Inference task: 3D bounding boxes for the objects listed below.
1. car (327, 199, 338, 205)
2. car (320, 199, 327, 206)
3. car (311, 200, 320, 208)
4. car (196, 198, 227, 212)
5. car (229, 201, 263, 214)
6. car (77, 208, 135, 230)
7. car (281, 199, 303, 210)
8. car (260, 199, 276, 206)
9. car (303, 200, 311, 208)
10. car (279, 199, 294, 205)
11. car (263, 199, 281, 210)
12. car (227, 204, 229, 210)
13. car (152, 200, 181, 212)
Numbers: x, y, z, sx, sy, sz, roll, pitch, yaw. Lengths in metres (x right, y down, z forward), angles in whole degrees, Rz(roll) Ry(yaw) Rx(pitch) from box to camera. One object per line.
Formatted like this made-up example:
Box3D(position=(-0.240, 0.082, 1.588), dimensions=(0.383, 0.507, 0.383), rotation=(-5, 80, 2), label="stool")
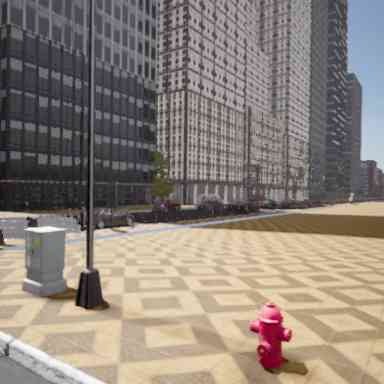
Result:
Box3D(position=(33.052, 2.437, 80.255), dimensions=(1.812, 1.442, 4.674), rotation=(1, 0, 35), label="car")
Box3D(position=(26.164, 2.363, 69.762), dimensions=(1.947, 1.339, 4.313), rotation=(1, 0, 35), label="car")
Box3D(position=(22.946, 2.183, 65.128), dimensions=(1.967, 1.590, 4.097), rotation=(1, 0, 35), label="car")
Box3D(position=(2.512, 1.881, 45.794), dimensions=(1.837, 1.490, 4.892), rotation=(1, 0, 35), label="car")
Box3D(position=(6.849, 2.036, 41.958), dimensions=(1.947, 1.339, 4.313), rotation=(1, 0, 35), label="car")
Box3D(position=(-5.922, 1.801, 23.351), dimensions=(2.008, 1.369, 4.403), rotation=(1, 0, 35), label="car")
Box3D(position=(16.507, 2.200, 55.860), dimensions=(1.947, 1.339, 4.313), rotation=(1, 0, 35), label="car")
Box3D(position=(16.065, 2.177, 69.911), dimensions=(1.802, 1.307, 4.206), rotation=(1, 0, 35), label="car")
Box3D(position=(19.725, 2.271, 60.494), dimensions=(1.802, 1.307, 4.206), rotation=(1, 0, 35), label="car")
Box3D(position=(22.501, 2.269, 79.176), dimensions=(1.947, 1.339, 4.313), rotation=(1, 0, 35), label="car")
Box3D(position=(12.649, 2.123, 55.007), dimensions=(1.994, 1.385, 4.181), rotation=(1, 0, 35), label="car")
Box3D(position=(6.753, 2.006, 46.445), dimensions=(2.033, 1.411, 5.357), rotation=(1, 0, 35), label="car")
Box3D(position=(-3.245, 1.707, 42.115), dimensions=(1.967, 1.590, 4.097), rotation=(1, 0, 35), label="car")
